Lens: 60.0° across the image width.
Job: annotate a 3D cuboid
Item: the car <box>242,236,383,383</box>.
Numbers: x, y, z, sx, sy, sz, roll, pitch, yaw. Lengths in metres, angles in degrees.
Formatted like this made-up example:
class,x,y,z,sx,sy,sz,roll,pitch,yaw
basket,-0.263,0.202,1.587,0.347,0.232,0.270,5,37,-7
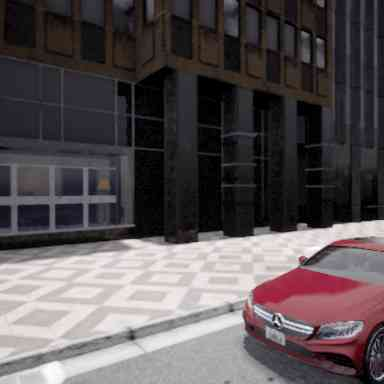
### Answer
class,x,y,z,sx,sy,sz,roll,pitch,yaw
car,2.925,1.522,5.465,4.674,1.442,1.812,0,0,-35
